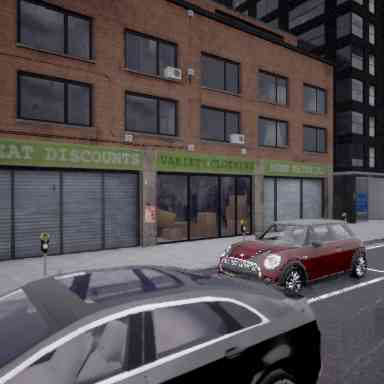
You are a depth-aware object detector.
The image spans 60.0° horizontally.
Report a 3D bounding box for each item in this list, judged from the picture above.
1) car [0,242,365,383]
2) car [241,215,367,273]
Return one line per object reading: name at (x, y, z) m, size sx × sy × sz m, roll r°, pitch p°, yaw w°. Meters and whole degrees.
car at (-0.936, 1.491, 2.712) m, size 4.902 × 1.511 × 2.128 m, roll 0°, pitch 0°, yaw -36°
car at (2.584, 1.440, 8.400) m, size 4.097 × 1.590 × 1.967 m, roll 0°, pitch 0°, yaw -36°
